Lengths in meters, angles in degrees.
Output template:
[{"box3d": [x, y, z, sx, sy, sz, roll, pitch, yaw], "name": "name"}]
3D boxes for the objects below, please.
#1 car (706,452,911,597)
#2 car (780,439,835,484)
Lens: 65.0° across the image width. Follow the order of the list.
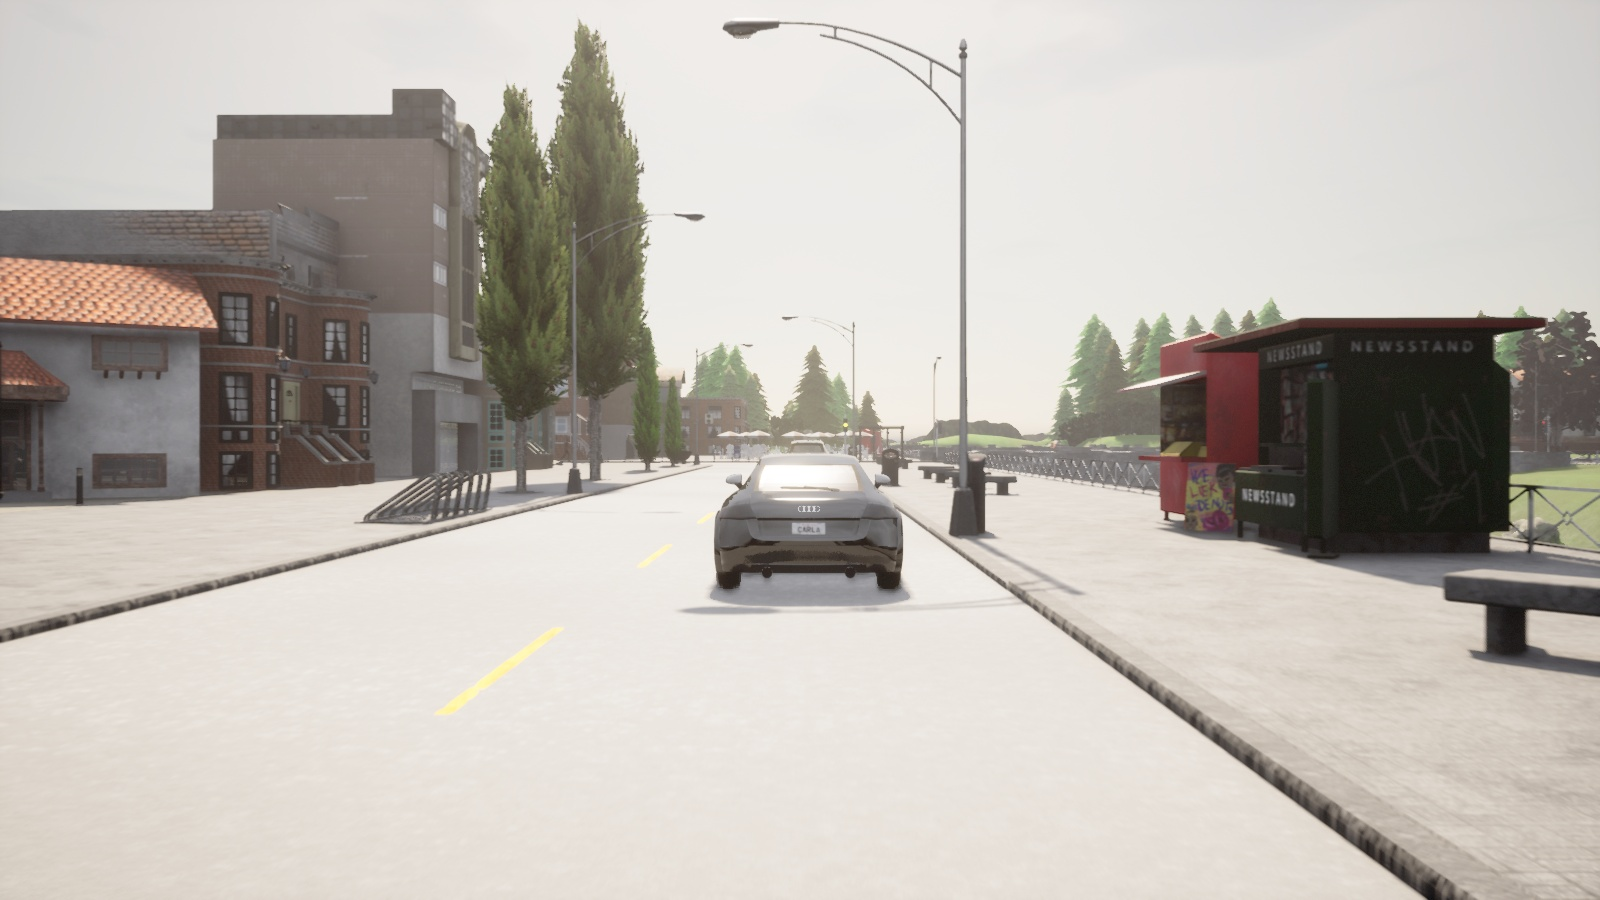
[{"box3d": [0.095, 0.730, 14.349, 1.994, 1.385, 4.181, 0, 0, 0], "name": "car"}, {"box3d": [0.284, 0.403, 48.582, 2.033, 1.649, 4.856, 0, 0, 0], "name": "car"}]
